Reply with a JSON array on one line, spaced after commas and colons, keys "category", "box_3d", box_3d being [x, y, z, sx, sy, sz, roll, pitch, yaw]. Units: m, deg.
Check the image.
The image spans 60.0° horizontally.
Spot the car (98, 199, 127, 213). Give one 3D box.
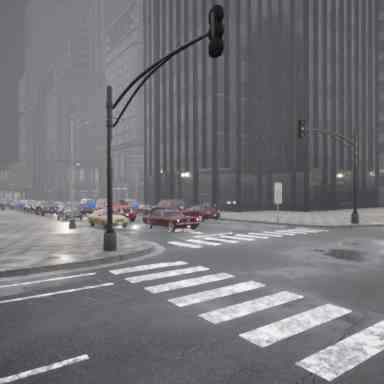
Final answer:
[{"category": "car", "box_3d": [-11.131, 1.872, 46.082, 2.192, 1.841, 5.009, -1, 0, -35]}]

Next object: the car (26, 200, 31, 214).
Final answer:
[{"category": "car", "box_3d": [-20.467, 2.194, 44.469, 1.887, 1.381, 4.507, -1, 0, -35]}]

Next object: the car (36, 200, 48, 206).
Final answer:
[{"category": "car", "box_3d": [-37.683, 2.707, 83.455, 2.008, 1.369, 4.403, -1, 0, -35]}]

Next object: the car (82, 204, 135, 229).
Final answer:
[{"category": "car", "box_3d": [-6.229, 1.842, 24.410, 1.752, 1.417, 4.829, -1, 0, -35]}]

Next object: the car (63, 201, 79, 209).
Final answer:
[{"category": "car", "box_3d": [-22.627, 2.404, 62.244, 1.802, 1.307, 4.206, -1, 0, -35]}]

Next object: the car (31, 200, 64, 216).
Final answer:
[{"category": "car", "box_3d": [-17.644, 1.899, 40.485, 2.192, 1.841, 5.009, -1, 0, -35]}]

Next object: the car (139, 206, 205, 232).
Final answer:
[{"category": "car", "box_3d": [-1.472, 1.845, 22.326, 1.895, 1.301, 4.718, 0, -1, -35]}]

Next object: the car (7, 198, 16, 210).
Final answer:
[{"category": "car", "box_3d": [-31.884, 2.352, 60.552, 1.967, 1.590, 4.097, -1, 0, -35]}]

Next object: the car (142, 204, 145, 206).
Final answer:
[{"category": "car", "box_3d": [-5.246, 2.002, 37.779, 1.802, 1.307, 4.206, -1, 0, -35]}]

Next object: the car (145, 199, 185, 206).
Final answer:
[{"category": "car", "box_3d": [-2.312, 1.666, 33.627, 2.192, 1.841, 5.009, -1, 0, -35]}]

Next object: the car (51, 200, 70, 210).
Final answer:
[{"category": "car", "box_3d": [-22.989, 2.268, 57.995, 1.882, 1.535, 5.008, 0, -1, -35]}]

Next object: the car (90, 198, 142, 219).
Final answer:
[{"category": "car", "box_3d": [-7.024, 1.597, 30.150, 2.150, 2.045, 5.566, 0, -1, -35]}]

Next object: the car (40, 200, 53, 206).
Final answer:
[{"category": "car", "box_3d": [-34.672, 2.657, 79.213, 1.947, 1.339, 4.313, -1, 0, -35]}]

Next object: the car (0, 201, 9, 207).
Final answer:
[{"category": "car", "box_3d": [-44.331, 2.769, 78.093, 1.802, 1.307, 4.206, -1, 0, -35]}]

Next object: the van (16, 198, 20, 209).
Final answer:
[{"category": "van", "box_3d": [-26.127, 2.121, 52.438, 1.690, 1.788, 3.998, -1, 0, -35]}]

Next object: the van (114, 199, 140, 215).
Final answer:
[{"category": "van", "box_3d": [-8.191, 1.830, 41.931, 1.690, 1.788, 3.998, -1, 0, -35]}]

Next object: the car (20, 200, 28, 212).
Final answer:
[{"category": "car", "box_3d": [-23.297, 2.155, 48.453, 1.967, 1.590, 4.097, -1, 0, -35]}]

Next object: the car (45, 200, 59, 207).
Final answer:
[{"category": "car", "box_3d": [-31.660, 2.592, 74.970, 1.947, 1.339, 4.313, -1, 0, -35]}]

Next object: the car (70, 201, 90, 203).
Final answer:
[{"category": "car", "box_3d": [-12.947, 2.061, 38.503, 2.033, 1.411, 5.357, 0, -1, -35]}]

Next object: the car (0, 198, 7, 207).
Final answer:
[{"category": "car", "box_3d": [-41.219, 2.664, 73.708, 1.887, 1.381, 4.507, -1, 0, -35]}]

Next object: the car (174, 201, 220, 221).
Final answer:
[{"category": "car", "box_3d": [0.633, 1.826, 29.475, 1.887, 1.381, 4.507, -1, 0, -35]}]

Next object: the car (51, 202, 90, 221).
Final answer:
[{"category": "car", "box_3d": [-11.983, 2.003, 32.517, 2.008, 1.369, 4.403, -1, 0, -35]}]
